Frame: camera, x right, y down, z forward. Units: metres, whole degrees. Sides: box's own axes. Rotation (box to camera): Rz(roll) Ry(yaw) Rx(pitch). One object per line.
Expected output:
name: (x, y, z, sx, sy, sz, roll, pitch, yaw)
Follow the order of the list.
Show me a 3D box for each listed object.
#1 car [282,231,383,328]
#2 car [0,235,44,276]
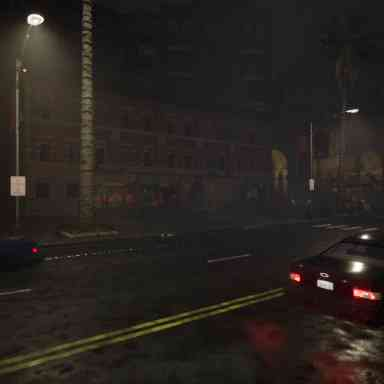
car: (4.192, 1.547, 6.852, 5.357, 1.411, 2.033, 0, 0, -36)
car: (-6.517, 1.547, 7.900, 5.357, 1.411, 2.033, 0, 0, -36)
